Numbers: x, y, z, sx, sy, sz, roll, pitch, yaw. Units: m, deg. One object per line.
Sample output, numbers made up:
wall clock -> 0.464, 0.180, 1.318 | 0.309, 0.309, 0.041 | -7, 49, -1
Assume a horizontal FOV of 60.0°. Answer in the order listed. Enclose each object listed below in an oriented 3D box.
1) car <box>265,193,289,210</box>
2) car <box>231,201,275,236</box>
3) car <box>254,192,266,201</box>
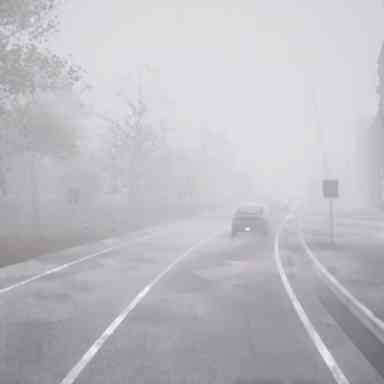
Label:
car -> 9.235, 1.082, 35.438 | 1.812, 1.442, 4.674 | -1, 1, 20
car -> 3.322, 1.486, 18.221 | 1.837, 1.490, 4.892 | -1, 0, 16
car -> 10.063, 0.830, 47.535 | 1.837, 1.490, 4.892 | -1, 1, 21
